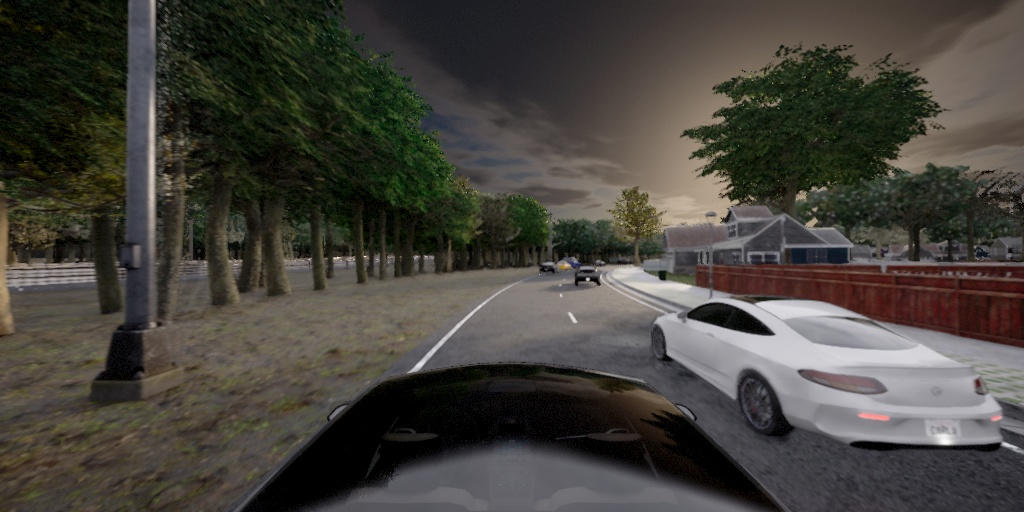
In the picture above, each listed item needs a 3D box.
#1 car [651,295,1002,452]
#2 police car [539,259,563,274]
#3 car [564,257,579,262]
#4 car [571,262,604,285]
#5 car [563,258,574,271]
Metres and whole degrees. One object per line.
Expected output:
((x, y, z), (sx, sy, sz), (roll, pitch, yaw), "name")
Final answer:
((3.671, 1.299, 5.328), (1.812, 1.442, 4.674), (0, 0, 1), "car")
((4.719, 1.387, 44.938), (1.930, 1.638, 5.238), (0, 0, 16), "police car")
((9.768, 1.226, 59.954), (2.150, 2.045, 5.566), (0, 0, 22), "car")
((5.742, 1.413, 27.711), (1.837, 1.490, 4.892), (0, 0, 9), "car")
((7.739, 1.443, 54.507), (1.801, 1.575, 5.366), (0, 0, 19), "car")
